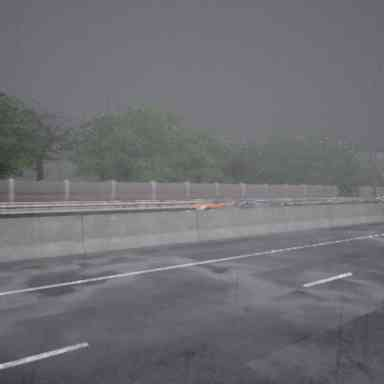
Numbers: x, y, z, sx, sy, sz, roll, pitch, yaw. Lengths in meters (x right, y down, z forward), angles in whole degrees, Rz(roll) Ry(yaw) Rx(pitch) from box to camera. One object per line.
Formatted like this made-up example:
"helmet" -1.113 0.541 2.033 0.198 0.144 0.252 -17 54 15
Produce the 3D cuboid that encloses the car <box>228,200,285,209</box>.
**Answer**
"car" 5.593 1.531 25.179 5.357 1.411 2.033 0 0 -35

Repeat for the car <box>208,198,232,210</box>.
"car" 4.193 1.475 28.476 4.902 1.511 2.128 0 0 -35

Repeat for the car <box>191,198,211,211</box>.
"car" 2.066 1.335 31.256 4.553 1.767 2.097 0 0 -35
